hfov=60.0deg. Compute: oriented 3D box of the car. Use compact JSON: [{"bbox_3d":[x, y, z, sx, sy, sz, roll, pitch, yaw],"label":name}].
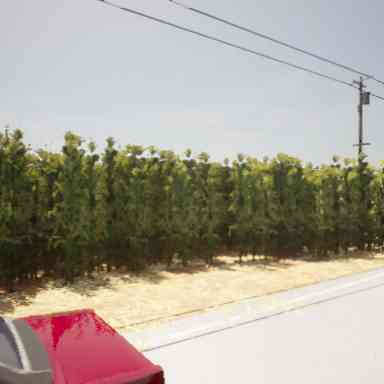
[{"bbox_3d":[-2.613,1.592,2.061,4.718,1.301,1.895,1,-1,-35],"label":"car"}]
